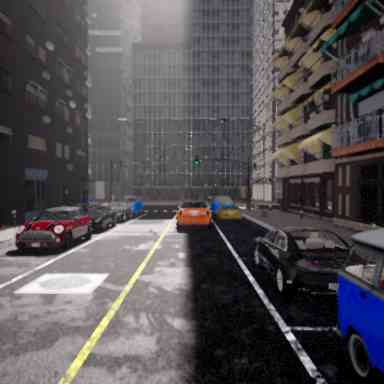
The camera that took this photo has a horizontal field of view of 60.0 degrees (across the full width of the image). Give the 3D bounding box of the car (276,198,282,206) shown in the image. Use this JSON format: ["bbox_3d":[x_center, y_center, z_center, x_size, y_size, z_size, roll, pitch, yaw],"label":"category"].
[{"bbox_3d":[15.337,1.178,50.138,5.009,1.841,2.192,0,1,0],"label":"car"}]

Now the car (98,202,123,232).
[{"bbox_3d":[-5.661,1.499,19.674,1.947,1.339,4.313,-1,0,0],"label":"car"}]

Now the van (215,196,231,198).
[{"bbox_3d":[2.738,1.237,30.832,1.690,1.788,3.998,-1,0,0],"label":"van"}]

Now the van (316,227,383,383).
[{"bbox_3d":[2.683,1.331,2.823,1.690,1.788,3.998,-1,0,0],"label":"van"}]

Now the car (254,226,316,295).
[{"bbox_3d":[2.697,1.522,8.426,2.008,1.369,4.403,-1,0,0],"label":"car"}]

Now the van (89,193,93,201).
[{"bbox_3d":[-17.052,1.039,50.394,3.998,1.788,1.690,0,1,0],"label":"van"}]

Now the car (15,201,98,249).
[{"bbox_3d":[-5.674,1.392,14.072,1.967,1.590,4.097,-1,0,0],"label":"car"}]

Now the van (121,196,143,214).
[{"bbox_3d":[-5.642,1.237,30.877,1.690,1.788,3.998,-1,0,0],"label":"van"}]

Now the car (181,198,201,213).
[{"bbox_3d":[-0.163,1.396,36.150,1.837,1.490,4.892,0,0,-5],"label":"car"}]

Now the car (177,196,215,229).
[{"bbox_3d":[0.142,1.279,21.308,2.097,1.767,4.553,0,0,0],"label":"car"}]

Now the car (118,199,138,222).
[{"bbox_3d":[-5.650,1.465,25.276,2.008,1.369,4.403,-1,0,0],"label":"car"}]

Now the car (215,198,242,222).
[{"bbox_3d":[2.730,1.439,25.401,1.752,1.417,4.829,-1,0,0],"label":"car"}]
